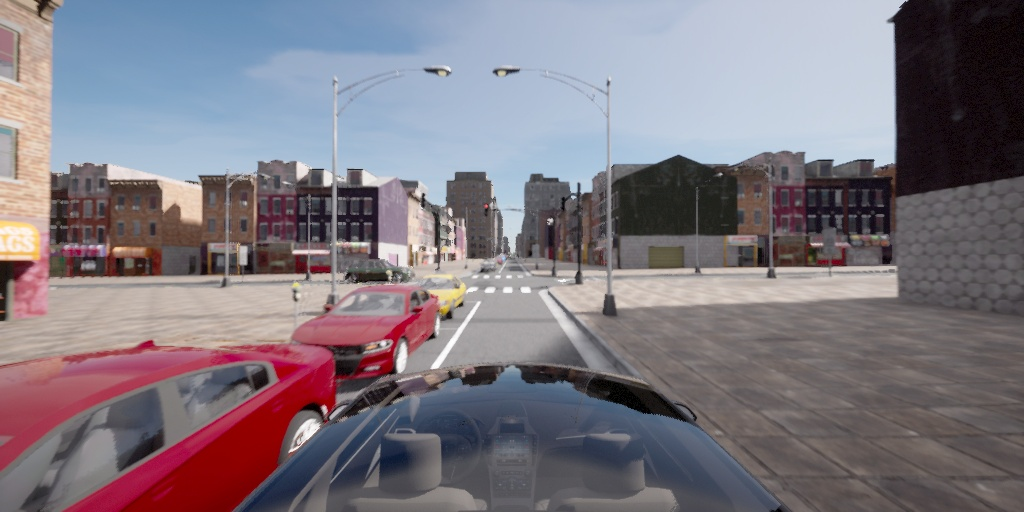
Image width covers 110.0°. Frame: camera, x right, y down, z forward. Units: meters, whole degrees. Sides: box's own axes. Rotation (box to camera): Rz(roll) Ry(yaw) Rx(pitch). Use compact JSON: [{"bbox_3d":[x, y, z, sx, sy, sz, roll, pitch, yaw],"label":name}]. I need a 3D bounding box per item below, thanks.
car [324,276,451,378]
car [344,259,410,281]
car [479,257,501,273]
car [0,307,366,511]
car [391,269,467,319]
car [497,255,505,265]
[{"bbox_3d":[-2.635,1.283,7.359,1.888,1.381,4.507,0,0,0],"label":"car"},{"bbox_3d":[-9.124,1.066,24.997,4.553,1.767,2.097,-1,-1,0],"label":"car"},{"bbox_3d":[-2.625,1.089,39.998,2.007,1.370,4.403,0,0,0],"label":"car"},{"bbox_3d":[-2.637,1.295,1.823,1.888,1.381,4.507,0,0,0],"label":"car"},{"bbox_3d":[-2.633,1.241,12.726,1.751,1.417,4.829,0,0,0],"label":"car"},{"bbox_3d":[-2.618,0.906,62.594,1.888,1.381,4.507,0,0,0],"label":"car"}]
